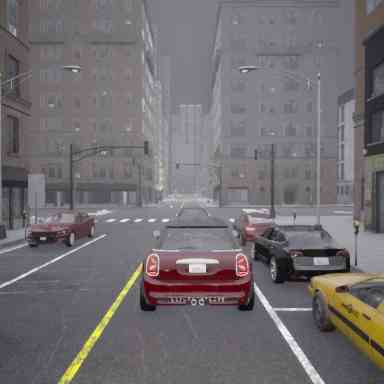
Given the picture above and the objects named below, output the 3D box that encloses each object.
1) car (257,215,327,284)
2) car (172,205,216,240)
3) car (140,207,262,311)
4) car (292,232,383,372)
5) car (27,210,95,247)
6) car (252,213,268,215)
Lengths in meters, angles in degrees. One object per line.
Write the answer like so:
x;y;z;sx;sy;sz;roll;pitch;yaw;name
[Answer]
2.849;1.563;9.416;1.947;1.339;4.313;-1;0;0;car
0.064;1.542;18.159;2.033;1.411;5.357;0;0;0;car
0.086;1.350;7.920;2.097;1.767;4.553;0;0;0;car
2.859;1.524;4.000;1.752;1.417;4.829;-1;0;0;car
-5.707;1.540;14.983;1.887;1.381;4.507;-1;0;0;car
2.839;1.577;15.002;1.802;1.307;4.206;-1;0;0;car
